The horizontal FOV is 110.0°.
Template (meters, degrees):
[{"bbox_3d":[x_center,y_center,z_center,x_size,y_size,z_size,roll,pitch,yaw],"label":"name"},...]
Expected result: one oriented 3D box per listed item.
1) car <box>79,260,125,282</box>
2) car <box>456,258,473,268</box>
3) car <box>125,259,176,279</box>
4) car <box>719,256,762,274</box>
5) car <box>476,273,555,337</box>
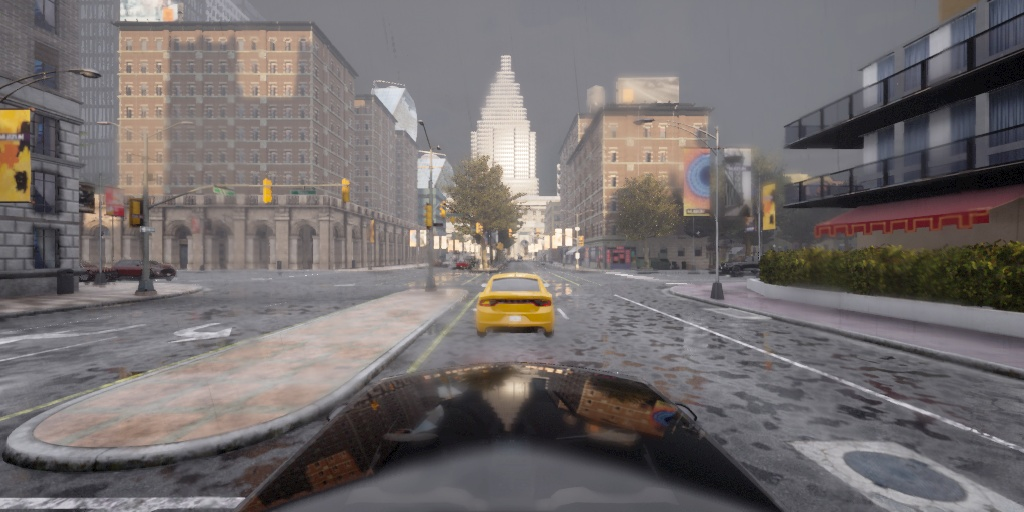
[{"bbox_3d":[-34.910,1.228,28.871,5.008,1.535,1.882,0,0,0],"label":"car"},{"bbox_3d":[-7.999,1.351,59.114,1.895,1.301,4.718,0,0,0],"label":"car"},{"bbox_3d":[-33.236,1.103,32.379,4.553,1.767,2.097,0,0,0],"label":"car"},{"bbox_3d":[26.005,0.971,39.721,5.566,2.045,2.150,0,0,0],"label":"car"},{"bbox_3d":[0.093,1.228,10.374,1.882,1.535,5.008,0,0,0],"label":"car"}]
